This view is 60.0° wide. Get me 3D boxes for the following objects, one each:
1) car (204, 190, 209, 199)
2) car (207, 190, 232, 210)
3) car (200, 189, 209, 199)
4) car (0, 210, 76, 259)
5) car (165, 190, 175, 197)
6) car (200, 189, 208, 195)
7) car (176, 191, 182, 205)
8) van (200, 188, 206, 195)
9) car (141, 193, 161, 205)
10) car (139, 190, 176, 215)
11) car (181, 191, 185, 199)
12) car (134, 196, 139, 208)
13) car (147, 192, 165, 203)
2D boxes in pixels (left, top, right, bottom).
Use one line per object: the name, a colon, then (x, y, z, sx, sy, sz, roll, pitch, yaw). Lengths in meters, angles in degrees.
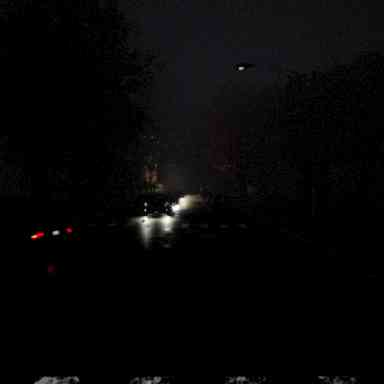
car: (2.785, 0.846, 41.464, 1.887, 1.381, 4.507, -1, 1, 0)
car: (2.793, 0.887, 32.763, 1.967, 1.590, 4.097, -1, 1, 0)
car: (2.876, 0.585, 58.527, 1.947, 1.339, 4.313, -1, 1, 0)
car: (-6.632, 1.343, 11.624, 5.357, 1.411, 2.033, 0, 1, 24)
car: (-4.913, 0.297, 75.635, 2.008, 1.369, 4.403, -1, 1, 0)
car: (3.025, -0.006, 86.963, 1.967, 1.590, 4.097, -1, 1, 0)
car: (-2.607, 0.892, 42.397, 1.895, 1.301, 4.718, 0, 1, 0)
van: (3.054, -0.197, 92.649, 1.690, 1.788, 3.998, -1, 1, 0)
car: (-5.094, 0.875, 41.509, 1.947, 1.339, 4.313, -1, 1, 0)
car: (-2.695, 0.899, 27.142, 2.097, 1.767, 4.553, 0, 1, 0)
car: (-2.415, 0.511, 61.317, 1.812, 1.442, 4.674, 0, 1, 0)
car: (-5.127, 0.970, 35.823, 1.947, 1.339, 4.313, -1, 1, 0)
car: (-5.064, 0.780, 47.197, 1.947, 1.339, 4.313, -1, 1, 0)
